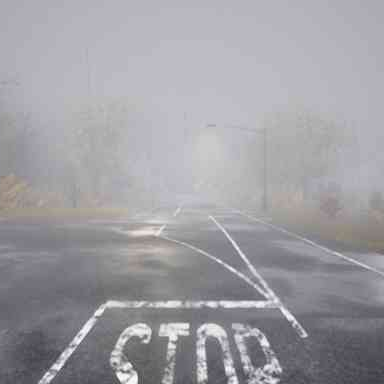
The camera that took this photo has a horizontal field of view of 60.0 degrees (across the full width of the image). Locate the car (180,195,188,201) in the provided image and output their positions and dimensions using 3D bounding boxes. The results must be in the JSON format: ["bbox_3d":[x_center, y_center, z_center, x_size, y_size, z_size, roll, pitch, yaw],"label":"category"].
[{"bbox_3d":[-2.083,1.651,90.486,2.033,1.411,5.357,0,0,6],"label":"car"}]
